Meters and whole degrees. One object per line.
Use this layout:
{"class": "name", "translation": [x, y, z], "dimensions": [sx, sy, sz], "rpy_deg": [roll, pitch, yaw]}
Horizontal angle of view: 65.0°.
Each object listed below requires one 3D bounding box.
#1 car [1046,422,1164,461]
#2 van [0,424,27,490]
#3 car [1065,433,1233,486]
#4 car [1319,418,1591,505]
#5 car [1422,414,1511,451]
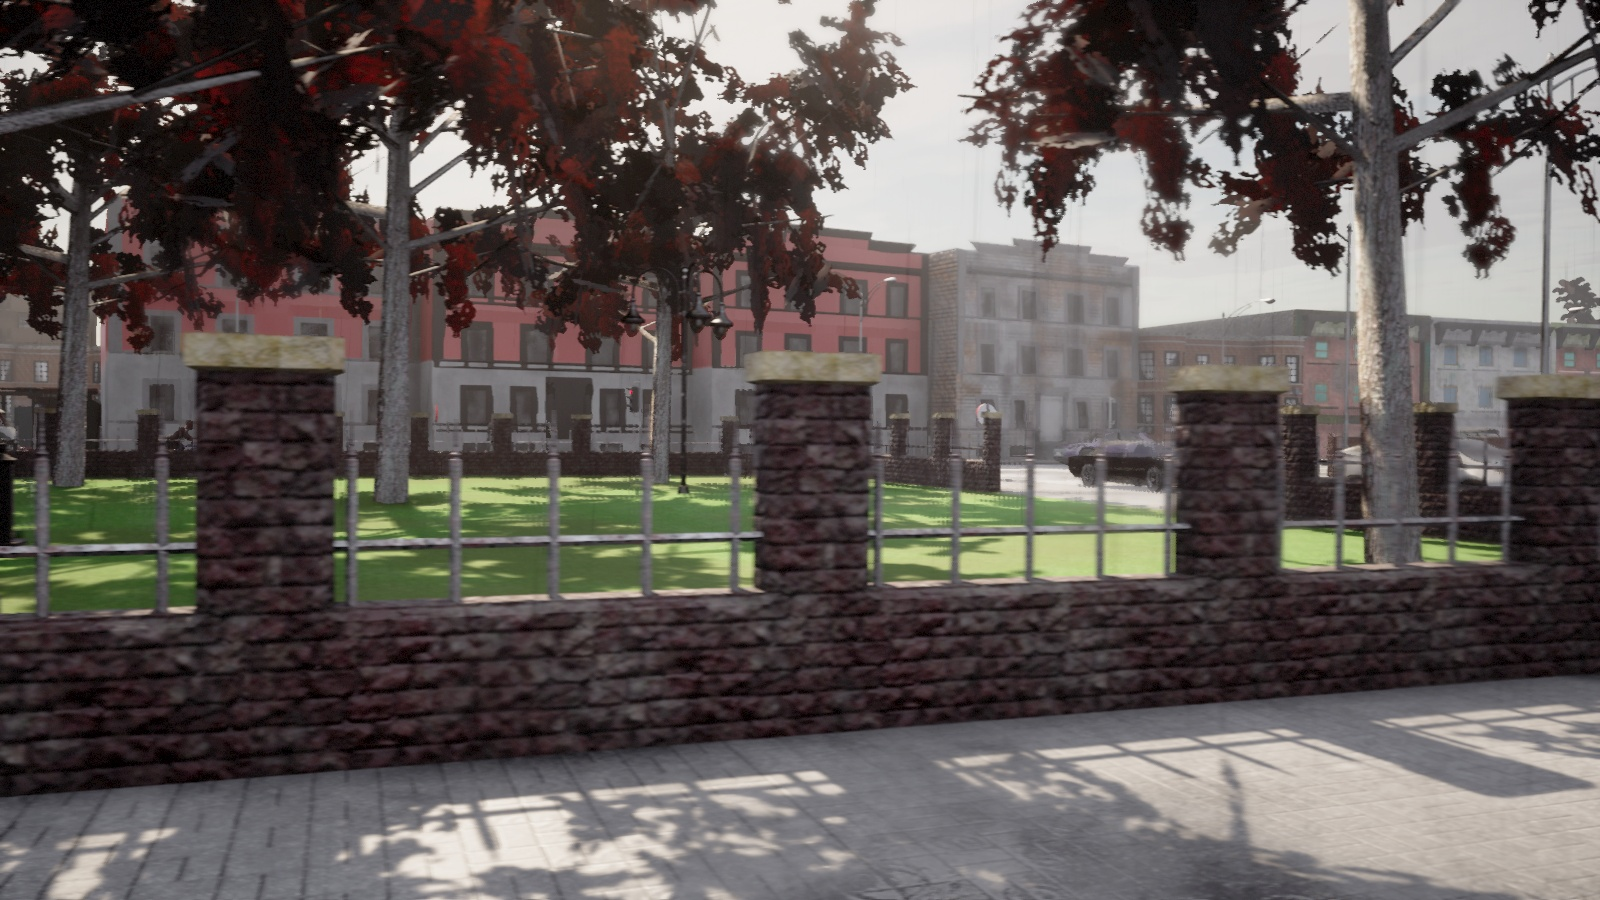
{"class": "car", "translation": [13.778, -0.394, 56.777], "dimensions": [4.856, 1.649, 2.033], "rpy_deg": [-1, 1, -20]}
{"class": "van", "translation": [-26.282, 0.240, 38.161], "dimensions": [4.442, 1.987, 1.775], "rpy_deg": [-1, 1, -20]}
{"class": "car", "translation": [9.336, 0.212, 34.014], "dimensions": [1.895, 1.301, 4.718], "rpy_deg": [-1, 1, -22]}
{"class": "car", "translation": [12.696, 0.172, 24.696], "dimensions": [2.007, 1.525, 4.514], "rpy_deg": [-1, 1, -21]}
{"class": "car", "translation": [33.950, -0.900, 64.000], "dimensions": [3.866, 1.878, 1.905], "rpy_deg": [-1, 1, -20]}
